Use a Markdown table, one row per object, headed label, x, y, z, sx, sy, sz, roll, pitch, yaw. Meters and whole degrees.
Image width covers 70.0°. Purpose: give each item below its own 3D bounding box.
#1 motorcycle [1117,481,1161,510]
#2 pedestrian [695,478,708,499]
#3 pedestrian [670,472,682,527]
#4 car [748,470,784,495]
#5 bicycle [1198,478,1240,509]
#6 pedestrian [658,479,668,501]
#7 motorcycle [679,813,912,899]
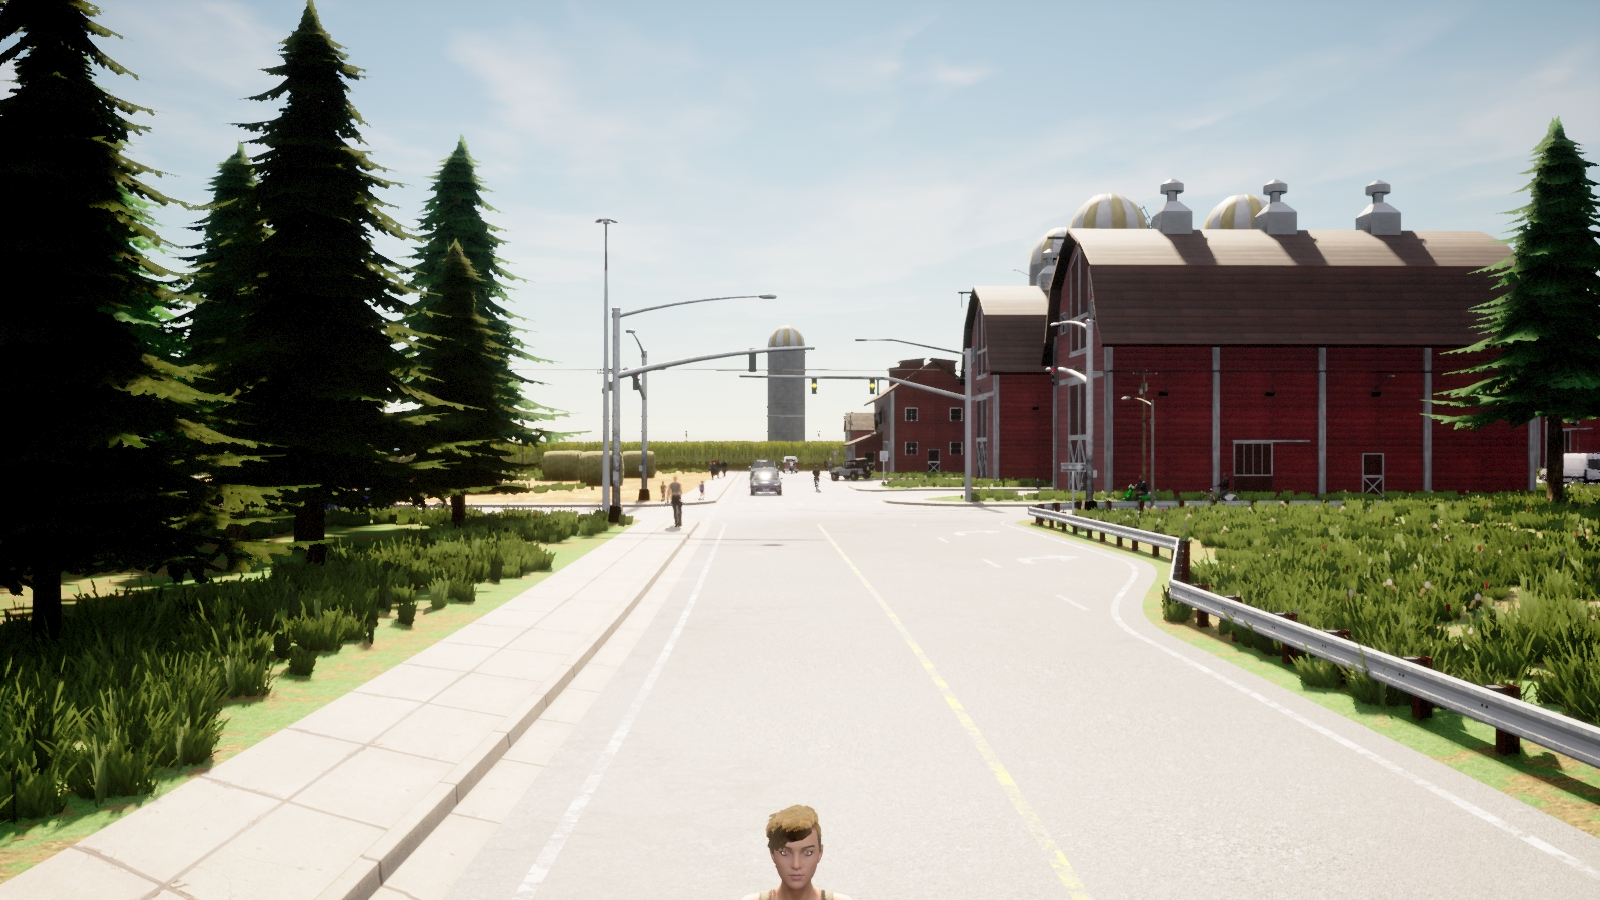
| label | x | y | z | sx | sy | sz | roll | pitch | yaw |
| --- | --- | --- | --- | --- | --- | --- | --- | --- | --- |
| motorcycle | 15.989 | 2.145 | 53.899 | 1.805 | 1.316 | 0.856 | 0 | 0 | -1 |
| pedestrian | -5.212 | 2.053 | 60.557 | 0.500 | 1.100 | 0.500 | 0 | 0 | -29 |
| pedestrian | -4.223 | 1.672 | 38.922 | 0.375 | 1.860 | 0.375 | 0 | 0 | 1 |
| car | -2.153 | 2.036 | 72.119 | 2.163 | 1.488 | 4.792 | 0 | 0 | -2 |
| bicycle | 19.800 | 2.064 | 53.998 | 1.835 | 1.471 | 0.329 | 0 | 0 | -1 |
| pedestrian | -7.106 | 2.059 | 59.176 | 0.500 | 1.100 | 0.500 | 0 | 0 | -5 |
| motorcycle | -0.013 | 2.128 | 3.457 | 0.764 | 1.307 | 2.356 | 0 | 0 | 0 |
